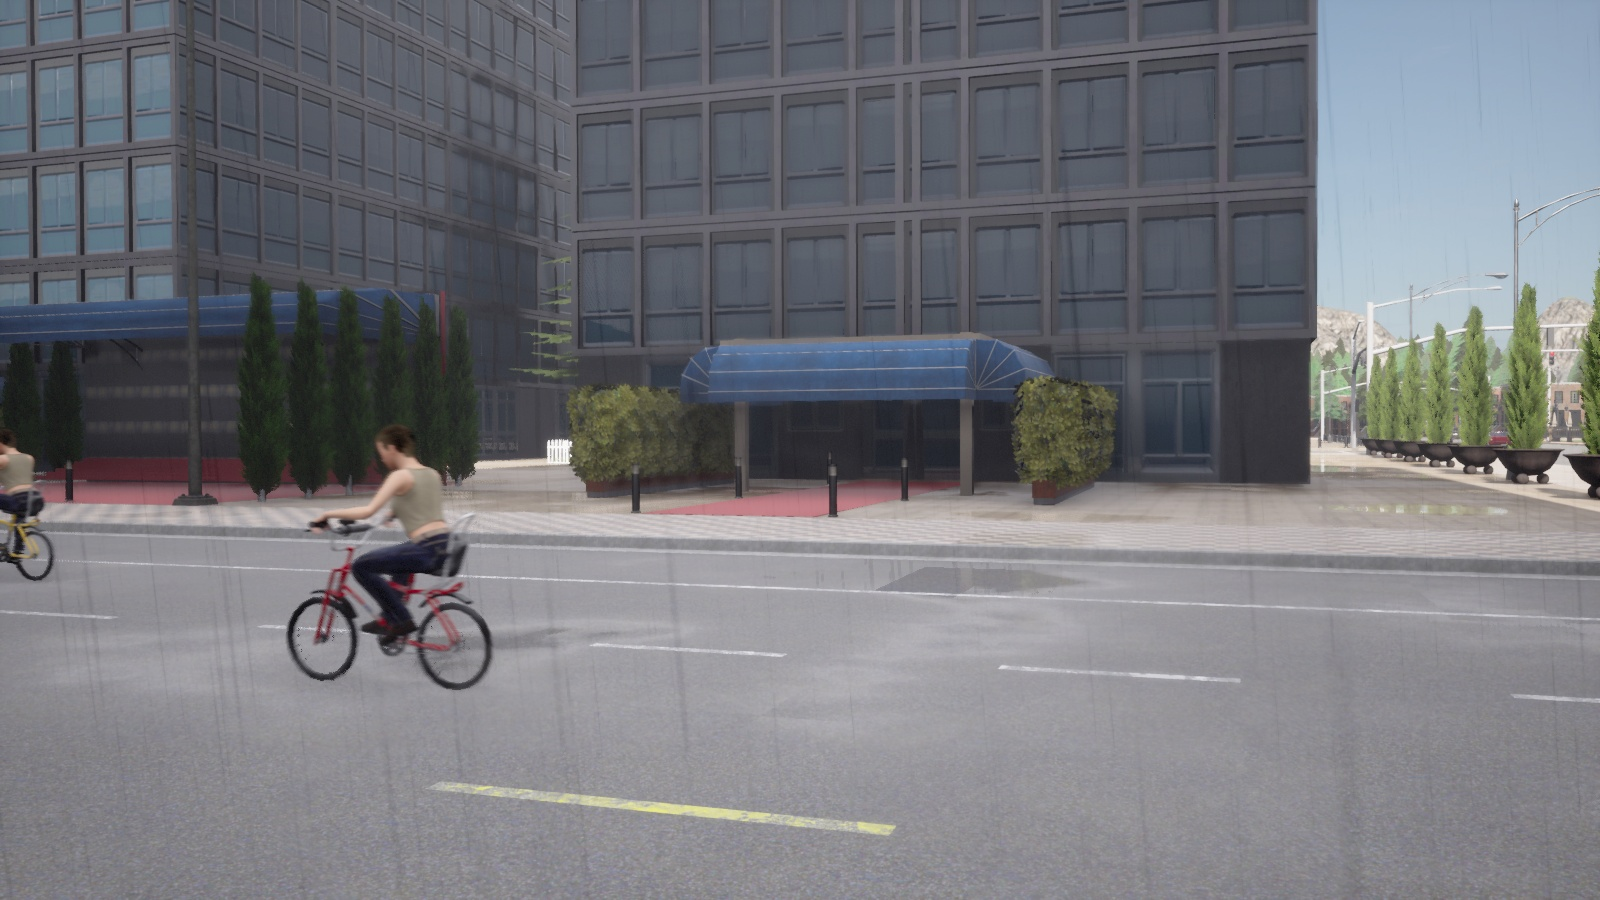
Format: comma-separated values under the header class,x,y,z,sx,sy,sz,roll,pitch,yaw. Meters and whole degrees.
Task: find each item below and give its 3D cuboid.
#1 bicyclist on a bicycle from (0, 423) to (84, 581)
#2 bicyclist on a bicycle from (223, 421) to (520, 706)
class,x,y,z,sx,sy,sz,roll,pitch,yaw
bicyclist on a bicycle,-8.595,0.516,13.395,1.509,1.612,0.866,1,1,19
bicyclist on a bicycle,-2.620,0.629,7.741,1.509,1.612,0.866,0,1,18
